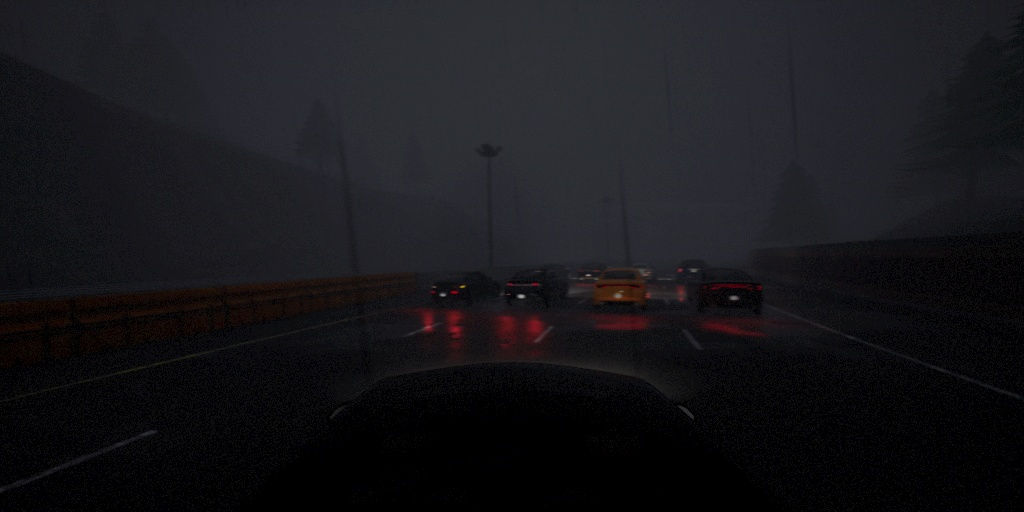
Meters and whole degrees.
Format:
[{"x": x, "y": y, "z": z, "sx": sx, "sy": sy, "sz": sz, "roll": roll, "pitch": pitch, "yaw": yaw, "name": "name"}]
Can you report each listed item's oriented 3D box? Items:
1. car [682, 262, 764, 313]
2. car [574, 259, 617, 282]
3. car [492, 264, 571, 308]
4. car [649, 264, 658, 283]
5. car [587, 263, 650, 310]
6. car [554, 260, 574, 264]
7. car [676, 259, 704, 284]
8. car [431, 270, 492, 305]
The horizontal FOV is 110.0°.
[{"x": 7.836, "y": 1.151, "z": 13.579, "sx": 1.882, "sy": 1.535, "sz": 5.008, "roll": -1, "pitch": 0, "yaw": 21, "name": "car"}, {"x": 6.787, "y": 1.262, "z": 28.949, "sx": 1.882, "sy": 1.535, "sz": 5.008, "roll": -1, "pitch": 0, "yaw": 26, "name": "car"}, {"x": 1.191, "y": 1.304, "z": 15.802, "sx": 2.128, "sy": 1.511, "sz": 4.902, "roll": -1, "pitch": 0, "yaw": 20, "name": "car"}, {"x": 9.889, "y": 1.242, "z": 27.332, "sx": 1.812, "sy": 1.442, "sz": 4.674, "roll": -1, "pitch": 0, "yaw": 26, "name": "car"}, {"x": 4.546, "y": 1.220, "z": 14.772, "sx": 1.882, "sy": 1.535, "sz": 5.008, "roll": -1, "pitch": 0, "yaw": 21, "name": "car"}, {"x": 3.551, "y": 1.360, "z": 30.308, "sx": 1.837, "sy": 1.490, "sz": 4.892, "roll": -1, "pitch": 0, "yaw": 26, "name": "car"}, {"x": 12.904, "y": 0.999, "z": 25.553, "sx": 2.097, "sy": 1.767, "sz": 4.553, "roll": -1, "pitch": -1, "yaw": 26, "name": "car"}, {"x": -2.065, "y": 1.405, "z": 17.078, "sx": 1.812, "sy": 1.442, "sz": 4.674, "roll": -1, "pitch": 0, "yaw": 20, "name": "car"}]
